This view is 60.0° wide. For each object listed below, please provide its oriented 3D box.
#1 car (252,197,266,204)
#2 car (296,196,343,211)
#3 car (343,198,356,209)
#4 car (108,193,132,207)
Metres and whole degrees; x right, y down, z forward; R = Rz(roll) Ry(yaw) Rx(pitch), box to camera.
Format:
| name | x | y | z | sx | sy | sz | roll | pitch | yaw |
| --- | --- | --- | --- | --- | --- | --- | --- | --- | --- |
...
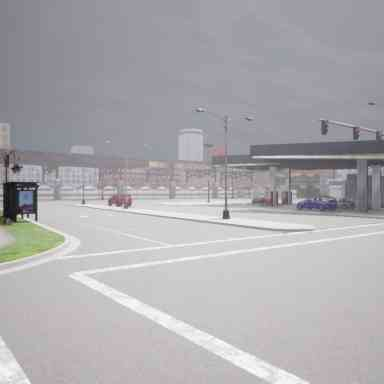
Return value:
| name | x | y | z | sx | sy | sz | roll | pitch | yaw |
| --- | --- | --- | --- | --- | --- | --- | --- | --- | --- |
| car | 12.595 | 1.601 | 61.367 | 1.895 | 1.301 | 4.718 | 0 | 0 | 29 |
| car | 14.295 | 1.295 | 38.309 | 2.242 | 1.667 | 4.611 | 0 | 0 | -35 |
| car | 18.569 | 1.456 | 42.223 | 1.970 | 1.475 | 3.806 | 0 | 0 | -35 |
| car | -11.275 | 1.221 | 52.029 | 2.150 | 2.045 | 5.566 | 0 | 0 | -35 |
